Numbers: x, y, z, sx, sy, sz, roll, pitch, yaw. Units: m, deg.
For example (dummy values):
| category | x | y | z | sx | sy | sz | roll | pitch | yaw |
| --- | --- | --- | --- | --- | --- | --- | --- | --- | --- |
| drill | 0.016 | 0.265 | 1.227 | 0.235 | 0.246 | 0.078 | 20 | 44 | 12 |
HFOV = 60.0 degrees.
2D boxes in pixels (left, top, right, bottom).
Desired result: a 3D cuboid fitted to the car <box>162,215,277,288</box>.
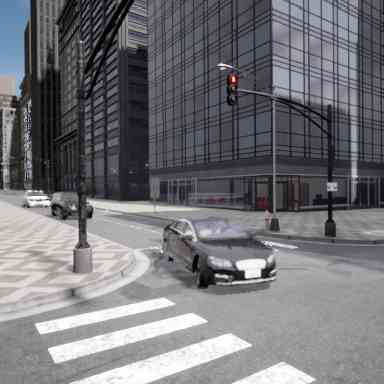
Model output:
| category | x | y | z | sx | sy | sz | roll | pitch | yaw |
| --- | --- | --- | --- | --- | --- | --- | --- | --- | --- |
| car | 0.501 | 1.466 | 9.438 | 2.128 | 1.511 | 4.902 | 0 | 1 | -19 |

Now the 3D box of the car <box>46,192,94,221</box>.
| category | x | y | z | sx | sy | sz | roll | pitch | yaw |
| --- | --- | --- | --- | --- | --- | --- | --- | --- | --- |
| car | -9.443 | 1.013 | 25.871 | 2.150 | 2.045 | 5.566 | -1 | 1 | -34 |

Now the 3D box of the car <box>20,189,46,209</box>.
| category | x | y | z | sx | sy | sz | roll | pitch | yaw |
| --- | --- | --- | --- | --- | --- | --- | --- | --- | --- |
| car | -18.553 | 0.845 | 39.414 | 2.150 | 2.045 | 5.566 | -1 | 1 | -34 |

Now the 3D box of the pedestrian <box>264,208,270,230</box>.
| category | x | y | z | sx | sy | sz | roll | pitch | yaw |
| --- | --- | --- | --- | --- | --- | --- | --- | --- | --- |
| pedestrian | 3.906 | 1.374 | 17.249 | 0.500 | 1.100 | 0.500 | 0 | 0 | -34 |

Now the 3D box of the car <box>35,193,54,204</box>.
| category | x | y | z | sx | sy | sz | roll | pitch | yaw |
| --- | --- | --- | --- | --- | --- | --- | --- | --- | --- |
| car | -22.851 | 0.952 | 51.446 | 1.837 | 1.490 | 4.892 | -1 | 1 | -34 |
